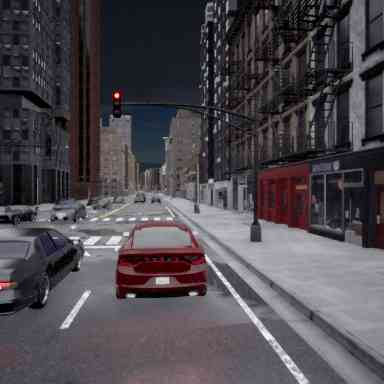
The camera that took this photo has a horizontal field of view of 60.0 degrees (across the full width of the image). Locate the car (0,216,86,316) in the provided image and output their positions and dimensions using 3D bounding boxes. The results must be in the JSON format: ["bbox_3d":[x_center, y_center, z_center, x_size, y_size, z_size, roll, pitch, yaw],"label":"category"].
[{"bbox_3d":[-3.901,1.547,7.702,2.033,1.411,5.357,0,0,-6],"label":"car"}]

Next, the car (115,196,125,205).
[{"bbox_3d":[-13.139,1.531,59.590,1.837,1.490,4.892,0,0,-6],"label":"car"}]

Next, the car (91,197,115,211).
[{"bbox_3d":[-11.167,1.521,41.674,1.837,1.490,4.892,0,0,-6],"label":"car"}]

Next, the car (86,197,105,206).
[{"bbox_3d":[-15.930,1.570,55.169,2.033,1.411,5.357,0,0,-6],"label":"car"}]

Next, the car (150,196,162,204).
[{"bbox_3d":[-7.052,1.532,65.168,1.837,1.490,4.892,0,0,-6],"label":"car"}]

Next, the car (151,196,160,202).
[{"bbox_3d":[-8.304,1.571,75.471,2.033,1.411,5.357,0,0,-6],"label":"car"}]

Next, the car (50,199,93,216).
[{"bbox_3d":[-9.359,1.497,25.471,2.128,1.511,4.902,0,0,-6],"label":"car"}]

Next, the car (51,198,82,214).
[{"bbox_3d":[-13.940,1.504,37.220,2.128,1.511,4.902,0,0,-6],"label":"car"}]

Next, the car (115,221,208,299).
[{"bbox_3d":[-0.794,1.477,8.568,1.882,1.535,5.008,0,0,-6],"label":"car"}]

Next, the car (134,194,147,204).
[{"bbox_3d":[-10.410,1.628,65.946,1.895,1.301,4.718,0,0,-6],"label":"car"}]

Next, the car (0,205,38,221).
[{"bbox_3d":[-12.347,1.612,22.870,1.895,1.301,4.718,-1,0,-6],"label":"car"}]
